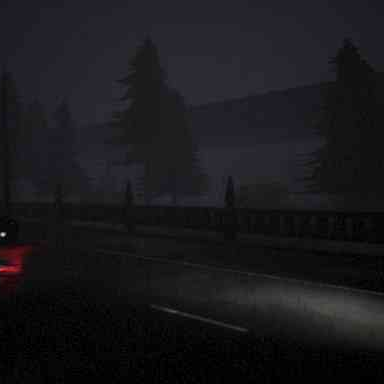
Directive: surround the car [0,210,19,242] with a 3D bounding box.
[{"bbox_3d":[-9.868,1.519,15.195,4.892,1.490,1.837,0,0,34],"label":"car"}]
